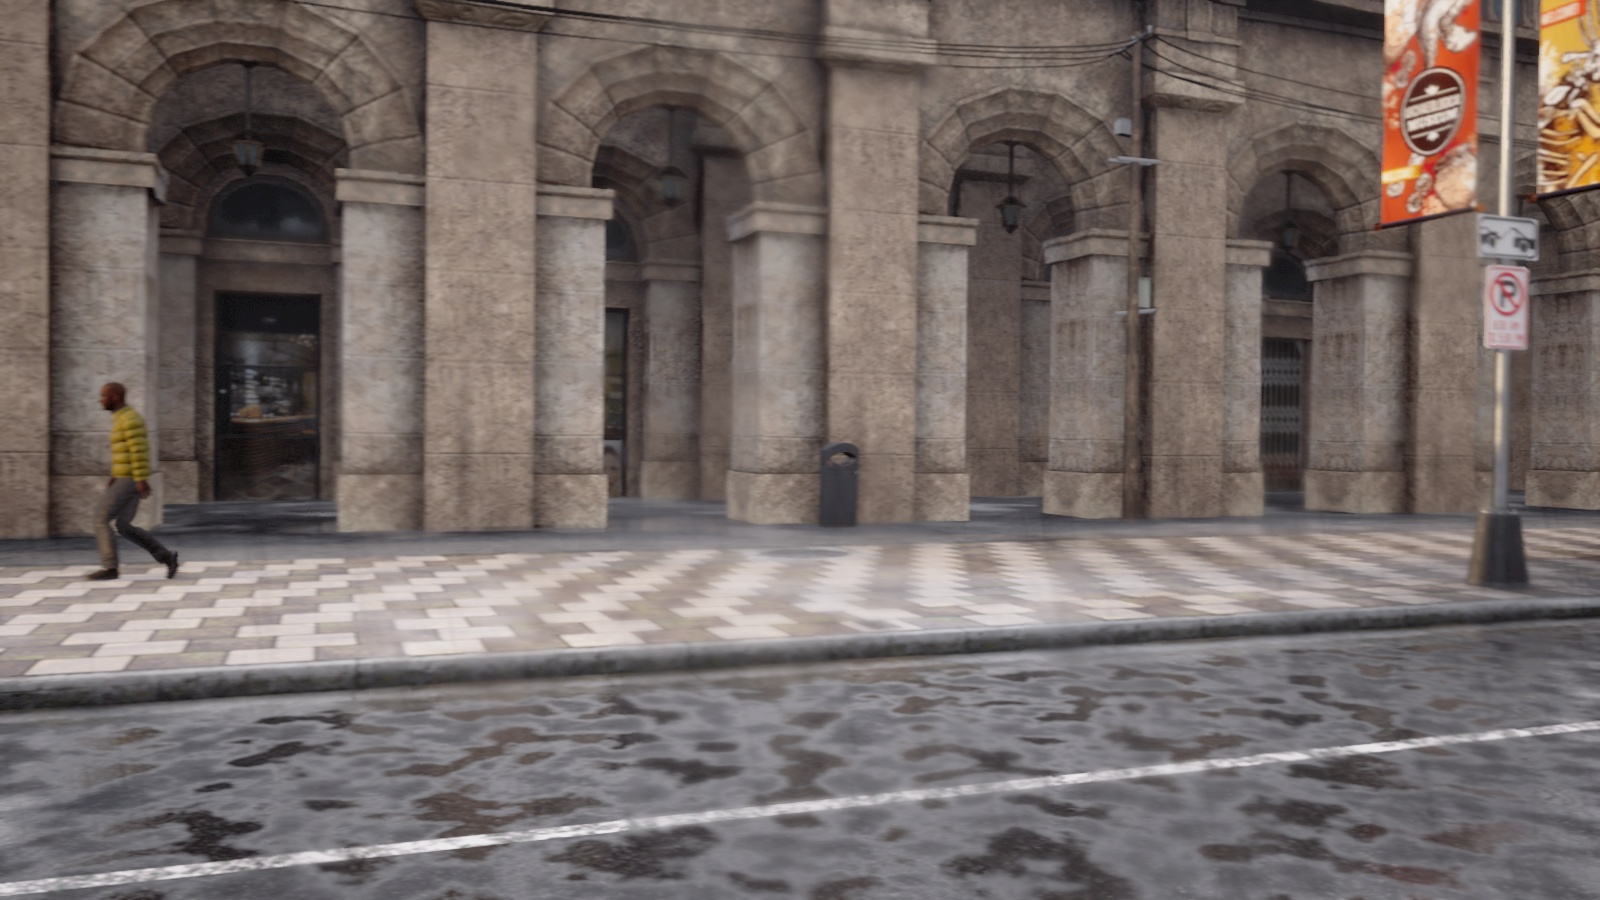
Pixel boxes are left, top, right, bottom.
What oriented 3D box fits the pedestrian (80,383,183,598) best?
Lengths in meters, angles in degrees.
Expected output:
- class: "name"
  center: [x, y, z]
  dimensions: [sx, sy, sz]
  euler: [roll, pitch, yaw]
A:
- class: "pedestrian"
  center: [-5.866, 0.338, 11.040]
  dimensions: [0.726, 1.835, 0.370]
  euler: [-1, 1, -21]
